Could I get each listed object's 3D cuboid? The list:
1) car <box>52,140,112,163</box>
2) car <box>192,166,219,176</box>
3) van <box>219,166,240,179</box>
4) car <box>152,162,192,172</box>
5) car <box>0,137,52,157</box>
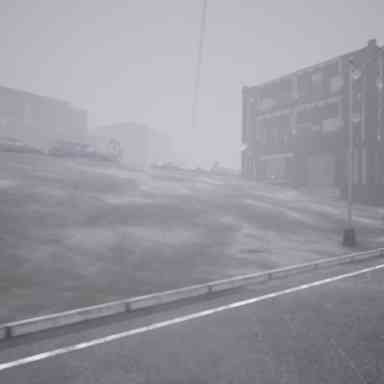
[{"bbox_3d":[-9.987,-3.328,29.987,2.435,2.045,5.566,0,-1,44],"label":"car"},{"bbox_3d":[0.900,-2.464,42.475,2.002,1.452,4.674,0,-2,40],"label":"car"},{"bbox_3d":[4.486,-2.490,46.878,1.878,1.987,4.442,0,-2,39],"label":"van"},{"bbox_3d":[-2.659,-2.677,38.232,2.002,1.452,4.674,0,-2,41],"label":"car"},{"bbox_3d":[-13.859,-3.351,25.925,2.185,1.767,4.553,0,-1,45],"label":"car"}]
